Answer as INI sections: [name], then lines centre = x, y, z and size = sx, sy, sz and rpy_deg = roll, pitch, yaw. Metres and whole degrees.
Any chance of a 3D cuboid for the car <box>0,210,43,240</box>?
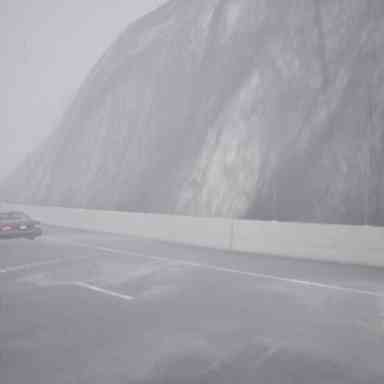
[car]
centre = -9.150, 1.574, 16.015
size = 5.357, 1.411, 2.033
rpy_deg = 0, 0, 42
